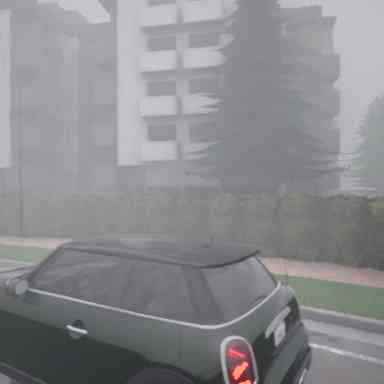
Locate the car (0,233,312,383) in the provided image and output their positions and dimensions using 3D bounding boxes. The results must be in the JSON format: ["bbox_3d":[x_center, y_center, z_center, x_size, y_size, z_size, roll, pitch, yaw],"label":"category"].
[{"bbox_3d":[-0.997,1.319,4.185,4.553,1.767,2.097,0,1,32],"label":"car"}]
